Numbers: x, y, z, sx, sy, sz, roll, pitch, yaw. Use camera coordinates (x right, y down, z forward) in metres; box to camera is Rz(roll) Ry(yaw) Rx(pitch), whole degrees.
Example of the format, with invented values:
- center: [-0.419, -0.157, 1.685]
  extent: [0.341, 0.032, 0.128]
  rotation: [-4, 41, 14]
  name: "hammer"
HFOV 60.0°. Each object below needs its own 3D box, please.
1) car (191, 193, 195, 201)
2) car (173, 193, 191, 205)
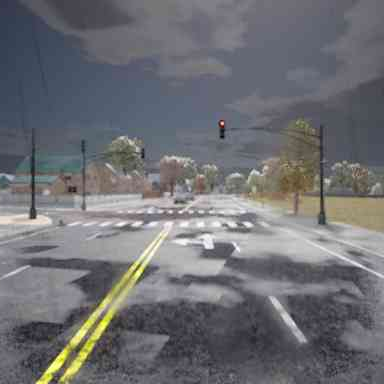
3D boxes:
- center: [-0.439, 1.059, 69.632]
  extent: [1.837, 1.490, 4.892]
  rotation: [0, 0, 4]
  name: "car"
- center: [-1.733, 1.210, 51.448]
  extent: [2.033, 1.411, 5.357]
  rotation: [0, 1, 4]
  name: "car"
